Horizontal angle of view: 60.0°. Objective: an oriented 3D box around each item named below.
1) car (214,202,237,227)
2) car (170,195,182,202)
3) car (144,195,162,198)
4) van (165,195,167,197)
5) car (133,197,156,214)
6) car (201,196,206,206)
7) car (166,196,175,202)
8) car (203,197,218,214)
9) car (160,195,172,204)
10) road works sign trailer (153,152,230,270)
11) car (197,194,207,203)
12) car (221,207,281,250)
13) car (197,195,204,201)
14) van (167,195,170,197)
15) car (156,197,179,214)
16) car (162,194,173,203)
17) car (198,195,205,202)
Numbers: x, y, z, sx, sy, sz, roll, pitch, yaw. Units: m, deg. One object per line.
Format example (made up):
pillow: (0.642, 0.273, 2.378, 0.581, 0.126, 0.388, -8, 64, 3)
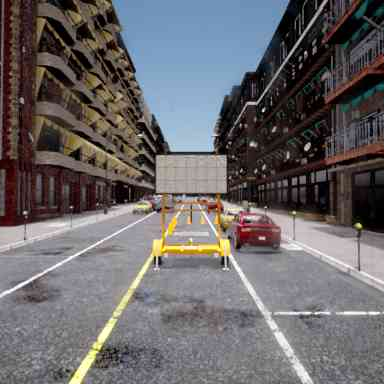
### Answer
car: (2.546, 1.551, 20.068, 1.752, 1.417, 4.829, 1, 0, 0)
car: (-2.883, 1.653, 65.664, 2.128, 1.511, 4.902, 0, 0, 0)
car: (-5.374, 1.394, 42.067, 2.192, 1.841, 5.009, 2, 0, 0)
van: (-5.397, 1.454, 53.126, 1.690, 1.788, 3.998, 2, 0, 0)
car: (-5.368, 1.589, 36.365, 1.752, 1.417, 4.829, 2, 0, 0)
car: (2.500, 1.629, 42.020, 2.008, 1.369, 4.403, 1, 0, 0)
car: (-5.471, 1.822, 86.310, 1.947, 1.339, 4.313, 1, 0, 0)
car: (2.512, 1.609, 36.488, 1.887, 1.381, 4.507, 1, 0, 0)
car: (-5.431, 1.494, 69.719, 2.192, 1.841, 5.009, 1, 0, 0)
road works sign trailer: (-0.022, 0.475, 11.027, 2.380, 3.560, 2.880, 0, 0, 0)
car: (2.392, 1.544, 80.736, 2.192, 1.841, 5.009, 1, 0, 0)
car: (2.557, 1.561, 14.366, 1.887, 1.381, 4.507, 1, 0, 0)
car: (2.366, 1.726, 91.799, 1.967, 1.590, 4.097, 1, 0, 0)
van: (-5.409, 1.475, 58.658, 1.690, 1.788, 3.998, 1, 0, 0)
car: (-2.923, 1.614, 37.385, 2.033, 1.411, 5.357, 0, 0, 0)
car: (-5.442, 1.518, 75.248, 2.192, 1.841, 5.009, 1, 0, 0)
car: (2.467, 1.678, 58.612, 1.887, 1.381, 4.507, 1, 0, 0)
